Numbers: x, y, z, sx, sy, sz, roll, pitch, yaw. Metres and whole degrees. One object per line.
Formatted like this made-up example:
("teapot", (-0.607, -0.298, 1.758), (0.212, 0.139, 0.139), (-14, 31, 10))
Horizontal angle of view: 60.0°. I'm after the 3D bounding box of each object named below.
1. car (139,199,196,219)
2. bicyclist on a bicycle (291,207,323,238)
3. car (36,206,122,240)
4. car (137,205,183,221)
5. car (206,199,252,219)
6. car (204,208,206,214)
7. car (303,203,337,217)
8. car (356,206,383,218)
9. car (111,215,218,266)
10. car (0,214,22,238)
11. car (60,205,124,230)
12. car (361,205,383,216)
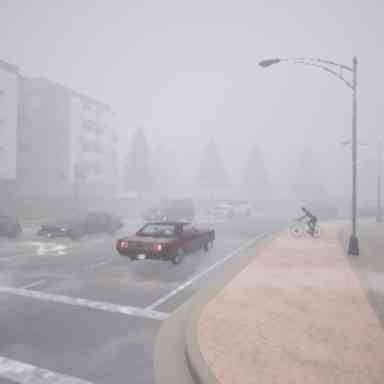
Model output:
("car", (-1.674, 1.569, 27.621), (2.150, 2.045, 5.566), (0, -1, 28))
("bicyclist on a bicycle", (6.071, 1.618, 17.594), (1.656, 1.620, 0.582), (0, -1, 21))
("car", (-5.858, 1.718, 18.334), (2.033, 1.411, 5.357), (0, -1, 21))
("car", (-2.985, 1.992, 32.290), (1.895, 1.301, 4.718), (0, -1, 33))
("car", (4.431, 1.763, 36.346), (2.150, 2.045, 5.566), (0, -1, 42))
("car", (3.514, 2.088, 40.452), (4.892, 1.490, 1.837), (1, -1, -45))
("car", (16.057, 2.113, 41.533), (4.553, 1.767, 2.097), (1, -1, -33))
("car", (22.636, 2.392, 41.254), (5.357, 1.411, 2.033), (1, -1, -24))
("car", (-0.700, 1.762, 12.440), (1.895, 1.301, 4.718), (0, -1, 23))
("car", (-10.444, 1.645, 16.055), (1.994, 1.385, 4.181), (0, -1, 22))
("car", (-7.131, 1.756, 24.162), (1.812, 1.442, 4.674), (0, -1, 24))
("car", (26.146, 2.557, 46.299), (4.718, 1.301, 1.895), (1, -1, -18))
